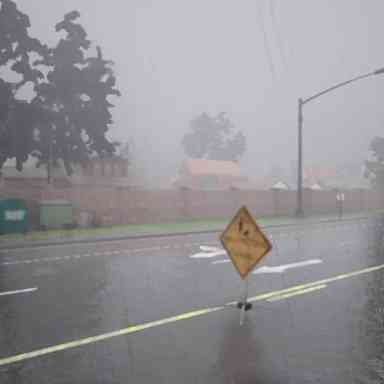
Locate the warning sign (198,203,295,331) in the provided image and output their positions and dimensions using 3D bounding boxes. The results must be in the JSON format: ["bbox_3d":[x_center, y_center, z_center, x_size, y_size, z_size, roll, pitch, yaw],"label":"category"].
[{"bbox_3d":[0.924,1.153,5.817,1.060,1.860,1.300,1,0,-35],"label":"warning sign"}]
